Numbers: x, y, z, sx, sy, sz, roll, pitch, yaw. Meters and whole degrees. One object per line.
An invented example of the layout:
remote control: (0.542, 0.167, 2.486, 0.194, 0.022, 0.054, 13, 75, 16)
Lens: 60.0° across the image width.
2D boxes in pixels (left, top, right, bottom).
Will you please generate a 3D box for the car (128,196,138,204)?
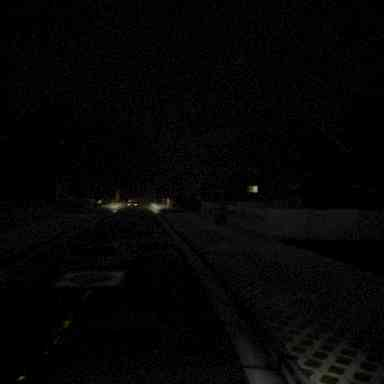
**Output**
car: (-15.728, 2.277, 87.693, 2.097, 1.767, 4.553, 0, -1, -9)
